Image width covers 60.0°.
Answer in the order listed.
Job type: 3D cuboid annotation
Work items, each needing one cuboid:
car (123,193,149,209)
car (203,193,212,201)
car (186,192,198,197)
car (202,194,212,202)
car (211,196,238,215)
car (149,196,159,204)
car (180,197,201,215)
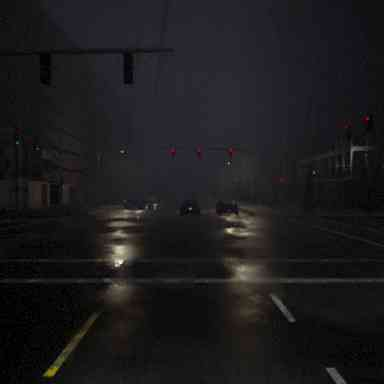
[{"bbox_3d":[-7.399,1.132,43.416,2.150,2.045,5.566,0,0,0],"label":"car"},{"bbox_3d":[3.601,1.169,79.296,2.097,1.767,4.553,0,0,1],"label":"car"},{"bbox_3d":[-0.030,1.075,68.798,2.150,2.045,5.566,0,0,1],"label":"car"},{"bbox_3d":[3.477,1.209,69.326,2.097,1.767,4.553,0,0,1],"label":"car"},{"bbox_3d":[3.321,1.427,32.323,2.128,1.511,4.902,0,0,-1],"label":"car"},{"bbox_3d":[-7.174,1.400,59.927,1.812,1.442,4.674,0,0,1],"label":"car"},{"bbox_3d":[-0.185,1.497,32.948,1.994,1.385,4.181,0,0,-1],"label":"car"}]
